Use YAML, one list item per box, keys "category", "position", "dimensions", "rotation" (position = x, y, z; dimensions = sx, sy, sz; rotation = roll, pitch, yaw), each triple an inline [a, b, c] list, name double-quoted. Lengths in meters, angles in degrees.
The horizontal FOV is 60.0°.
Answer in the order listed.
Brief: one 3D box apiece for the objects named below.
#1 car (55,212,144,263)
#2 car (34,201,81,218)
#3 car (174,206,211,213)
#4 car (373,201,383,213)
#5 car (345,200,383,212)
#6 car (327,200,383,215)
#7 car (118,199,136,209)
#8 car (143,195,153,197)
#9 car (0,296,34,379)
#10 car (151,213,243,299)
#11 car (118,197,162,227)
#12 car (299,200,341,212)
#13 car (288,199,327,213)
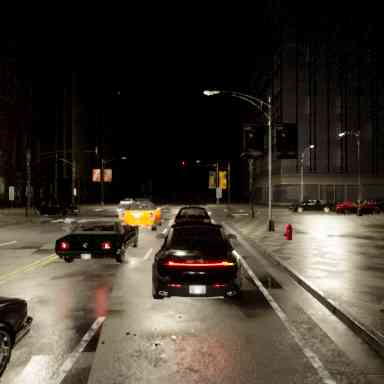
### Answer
- category: "car"
  position: [-3.123, 1.615, 12.020]
  dimensions: [1.895, 1.301, 4.718]
  rotation: [0, 0, 0]
- category: "car"
  position: [-12.838, 1.615, 31.704]
  dimensions: [4.892, 1.490, 1.837]
  rotation: [-1, -2, 25]
- category: "car"
  position: [0.038, 1.509, 17.900]
  dimensions: [1.882, 1.535, 5.008]
  rotation: [0, 0, 0]
- category: "car"
  position: [23.108, 1.639, 37.150]
  dimensions: [4.718, 1.301, 1.895]
  rotation: [0, -1, -1]
- category: "car"
  position: [20.910, 1.643, 39.873]
  dimensions: [4.313, 1.339, 1.947]
  rotation: [0, 0, -1]
- category: "car"
  position: [15.382, 1.577, 31.273]
  dimensions: [4.206, 1.307, 1.802]
  rotation: [0, 0, -1]
- category: "car"
  position: [-9.736, 1.745, 50.428]
  dimensions: [1.812, 1.442, 4.674]
  rotation: [0, 0, 0]
- category: "car"
  position: [-9.597, 1.603, 71.790]
  dimensions: [2.150, 2.045, 5.566]
  rotation: [0, 0, 0]
- category: "car"
  position: [-3.152, 1.548, 2.233]
  dimensions: [2.033, 1.411, 5.357]
  rotation: [0, 0, 0]
- category: "car"
  position: [0.116, 1.512, 8.409]
  dimensions: [1.837, 1.490, 4.892]
  rotation: [0, 0, 0]
- category: "car"
  position: [-3.104, 1.396, 21.014]
  dimensions: [2.097, 1.767, 4.553]
  rotation: [0, 0, 0]
- category: "car"
  position: [15.270, 1.662, 39.797]
  dimensions: [4.313, 1.339, 1.947]
  rotation: [0, 0, -1]
- category: "car"
  position: [13.208, 1.575, 37.016]
  dimensions: [4.892, 1.490, 1.837]
  rotation: [0, -1, -1]
